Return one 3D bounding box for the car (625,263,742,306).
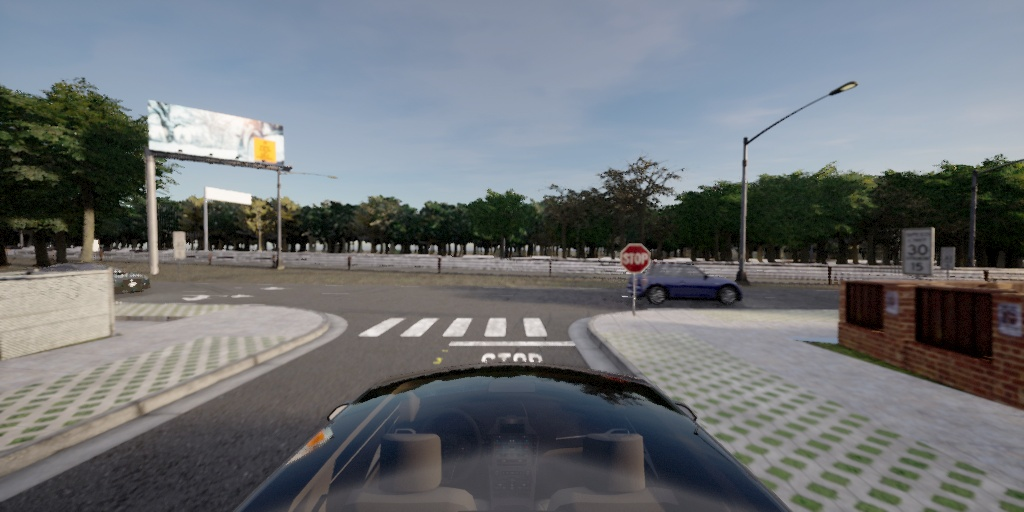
[{"bbox_3d":[7.474,1.131,15.716,4.553,1.767,2.097,1,1,-3],"label":"car"}]

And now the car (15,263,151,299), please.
[{"bbox_3d":[-18.114,0.988,15.264,4.181,1.385,1.994,1,1,1],"label":"car"}]
